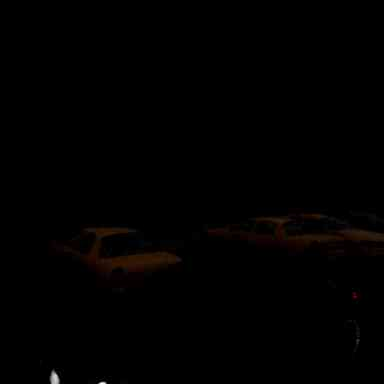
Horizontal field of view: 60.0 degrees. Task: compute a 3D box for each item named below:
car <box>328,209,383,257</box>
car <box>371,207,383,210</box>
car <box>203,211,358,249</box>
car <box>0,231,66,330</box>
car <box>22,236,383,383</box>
[{"bbox_3d":[4.863,1.515,12.687,1.946,1.575,5.366,0,0,-35],"label":"car"},{"bbox_3d":[7.005,1.538,14.449,2.231,1.521,4.892,0,0,-35],"label":"car"},{"bbox_3d":[2.488,1.502,11.448,1.946,1.575,5.366,0,0,-35],"label":"car"},{"bbox_3d":[-4.279,1.481,6.386,2.231,1.521,4.892,0,0,-35],"label":"car"},{"bbox_3d":[0.354,1.571,4.239,4.181,1.385,1.994,0,0,-35],"label":"car"}]
